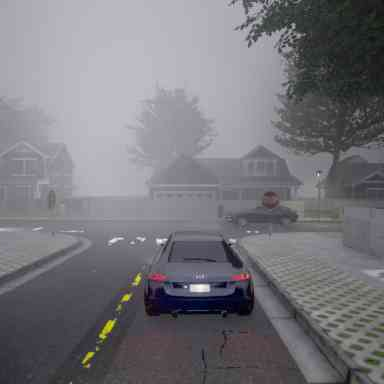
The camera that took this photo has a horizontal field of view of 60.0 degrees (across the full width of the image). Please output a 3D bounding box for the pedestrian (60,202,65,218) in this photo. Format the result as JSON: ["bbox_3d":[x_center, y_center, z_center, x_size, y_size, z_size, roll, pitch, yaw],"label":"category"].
[{"bbox_3d":[-9.823,1.338,25.255,0.375,1.300,0.375,0,0,-1],"label":"pedestrian"}]

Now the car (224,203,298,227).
[{"bbox_3d":[4.623,1.514,22.471,4.892,1.490,1.837,1,0,-3],"label":"car"}]

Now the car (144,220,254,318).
[{"bbox_3d":[0.105,1.562,7.514,1.994,1.385,4.181,0,0,-1],"label":"car"}]
